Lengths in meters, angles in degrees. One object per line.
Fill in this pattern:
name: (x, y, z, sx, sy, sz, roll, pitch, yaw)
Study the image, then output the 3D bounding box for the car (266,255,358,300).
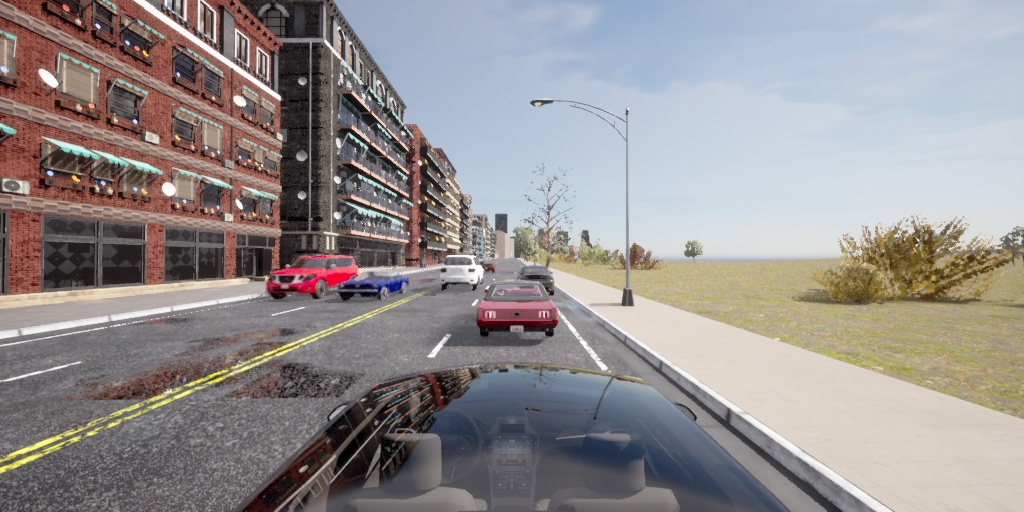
car: (-9.787, 0.973, 18.222, 2.150, 2.045, 5.566, 0, 0, 0)

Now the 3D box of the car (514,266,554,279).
car: (1.203, 1.257, 19.491, 1.837, 1.490, 4.892, 0, 0, 0)

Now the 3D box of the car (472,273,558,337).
car: (0.131, 1.352, 10.290, 1.895, 1.301, 4.718, 0, 0, 0)

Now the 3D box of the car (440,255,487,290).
car: (-3.072, 0.975, 22.792, 2.150, 2.045, 5.566, 0, 0, 0)

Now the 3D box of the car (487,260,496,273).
car: (-2.992, 1.229, 43.635, 1.882, 1.535, 5.008, 0, 0, 0)

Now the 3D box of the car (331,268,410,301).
car: (-6.542, 1.353, 17.405, 1.895, 1.301, 4.718, 0, 0, 0)
